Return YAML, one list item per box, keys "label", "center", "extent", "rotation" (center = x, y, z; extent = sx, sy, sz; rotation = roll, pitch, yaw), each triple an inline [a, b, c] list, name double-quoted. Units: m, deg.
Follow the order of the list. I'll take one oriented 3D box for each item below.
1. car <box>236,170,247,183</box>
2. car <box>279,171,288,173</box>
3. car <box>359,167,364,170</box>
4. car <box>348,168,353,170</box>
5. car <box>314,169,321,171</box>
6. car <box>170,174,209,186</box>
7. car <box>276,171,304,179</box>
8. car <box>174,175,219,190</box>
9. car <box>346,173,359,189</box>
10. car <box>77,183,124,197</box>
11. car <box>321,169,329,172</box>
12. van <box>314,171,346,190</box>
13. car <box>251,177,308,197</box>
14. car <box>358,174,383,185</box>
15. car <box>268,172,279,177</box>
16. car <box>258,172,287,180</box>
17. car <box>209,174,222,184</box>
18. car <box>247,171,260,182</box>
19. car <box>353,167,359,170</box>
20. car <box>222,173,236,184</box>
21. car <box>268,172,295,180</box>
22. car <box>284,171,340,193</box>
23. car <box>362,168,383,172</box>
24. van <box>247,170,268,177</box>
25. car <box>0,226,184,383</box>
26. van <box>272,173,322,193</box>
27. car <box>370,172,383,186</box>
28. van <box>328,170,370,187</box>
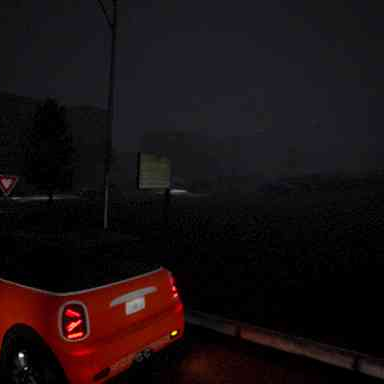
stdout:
- label: "car"
  center: [6.309, -2.423, 55.710]
  extent: [4.553, 1.767, 2.185]
  rotation: [2, 6, 30]
- label: "car"
  center: [17.698, -2.391, 57.082]
  extent: [5.357, 1.411, 2.033]
  rotation: [-5, 7, -39]
- label: "car"
  center: [39.820, -5.030, 84.076]
  extent: [5.366, 1.575, 1.946]
  rotation: [2, 5, 30]
- label: "car"
  center: [35.476, -4.701, 80.235]
  extent: [5.008, 1.535, 2.097]
  rotation: [2, 6, 30]
- label: "car"
  center: [24.228, -3.803, 70.851]
  extent: [4.892, 1.521, 2.231]
  rotation: [2, 6, 30]
- label: "car"
  center: [-0.418, -1.700, 50.011]
  extent: [4.792, 1.488, 2.163]
  rotation: [2, 5, 29]
- label: "car"
  center: [19.731, -3.430, 67.101]
  extent: [5.008, 1.535, 2.097]
  rotation: [2, 5, 30]
- label: "car"
  center: [0.624, -1.107, 44.272]
  extent: [5.357, 1.411, 2.033]
  rotation: [-5, 7, -41]
- label: "car"
  center: [18.896, -1.295, 43.725]
  extent: [4.553, 1.767, 2.185]
  rotation: [4, 7, 31]
- label: "car"
  center: [-9.736, -0.265, 35.457]
  extent: [4.718, 1.301, 1.895]
  rotation: [-3, 6, -40]
- label: "car"
  center: [26.475, -3.991, 72.734]
  extent: [5.008, 1.535, 2.097]
  rotation: [2, 6, 30]
- label: "van"
  center: [16.472, -1.212, 41.891]
  extent: [4.442, 1.987, 1.878]
  rotation: [4, 7, 31]
- label: "car"
  center: [9.535, -0.421, 36.283]
  extent: [5.008, 1.535, 2.097]
  rotation: [4, 7, 31]
- label: "car"
  center: [28.313, -1.889, 51.210]
  extent: [4.792, 1.488, 2.163]
  rotation: [4, 7, 31]
- label: "car"
  center: [13.174, -2.863, 61.340]
  extent: [5.366, 1.575, 1.946]
  rotation: [2, 5, 30]
- label: "car"
  center: [15.246, -3.055, 63.328]
  extent: [5.008, 1.535, 2.097]
  rotation: [2, 5, 30]
- label: "car"
  center: [1.821, -2.044, 51.899]
  extent: [4.553, 1.767, 2.185]
  rotation: [2, 6, 29]
- label: "car"
  center: [8.527, -2.489, 57.649]
  extent: [5.008, 1.535, 2.097]
  rotation: [2, 5, 30]
- label: "car"
  center: [37.719, -4.862, 82.116]
  extent: [5.008, 1.535, 2.097]
  rotation: [2, 5, 30]
- label: "car"
  center: [4.015, -2.081, 53.849]
  extent: [4.792, 1.488, 2.163]
  rotation: [2, 6, 30]
- label: "car"
  center: [17.518, -3.211, 65.196]
  extent: [4.792, 1.488, 2.163]
  rotation: [2, 5, 30]
- label: "car"
  center: [14.202, -1.045, 39.983]
  extent: [5.566, 2.045, 2.435]
  rotation: [4, 7, 31]
- label: "car"
  center: [30.650, -2.359, 53.077]
  extent: [5.566, 2.045, 2.435]
  rotation: [4, 7, 30]
- label: "van"
  center: [10.667, -2.906, 59.579]
  extent: [4.442, 1.987, 1.878]
  rotation: [2, 6, 30]
- label: "car"
  center: [-2.391, 1.319, 5.146]
  extent: [4.553, 1.767, 2.097]
  rotation: [1, 1, 36]
- label: "van"
  center: [11.985, -0.825, 38.057]
  extent: [4.442, 1.987, 1.878]
  rotation: [4, 7, 31]
- label: "car"
  center: [25.956, -1.729, 49.327]
  extent: [4.892, 1.521, 2.231]
  rotation: [4, 7, 31]
- label: "van"
  center: [21.370, -1.573, 45.506]
  extent: [4.442, 1.987, 1.878]
  rotation: [4, 7, 31]
